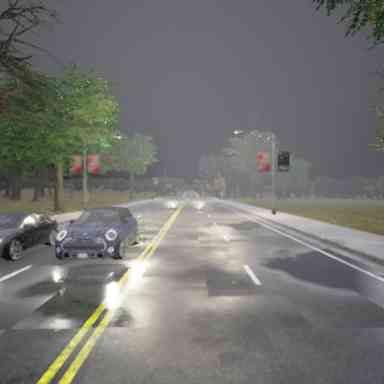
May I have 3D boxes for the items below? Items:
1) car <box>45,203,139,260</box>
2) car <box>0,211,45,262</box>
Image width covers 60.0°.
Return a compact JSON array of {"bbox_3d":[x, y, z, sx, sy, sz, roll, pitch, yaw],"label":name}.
[{"bbox_3d":[-3.314,1.344,12.383,2.097,1.767,4.553,0,0,0],"label":"car"},{"bbox_3d":[-6.564,1.487,12.213,2.128,1.511,4.902,0,0,0],"label":"car"}]
